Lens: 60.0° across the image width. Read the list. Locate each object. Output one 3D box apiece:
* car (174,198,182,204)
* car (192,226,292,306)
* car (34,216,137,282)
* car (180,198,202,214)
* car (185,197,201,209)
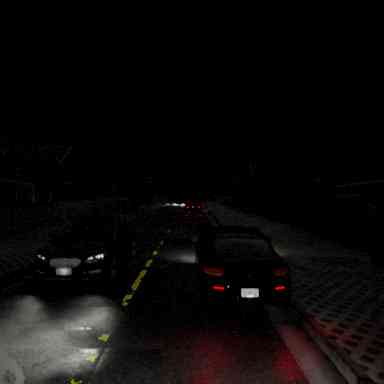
[{"bbox_3d":[-2.620,1.796,68.614,1.895,1.301,4.718,0,0,0],"label":"car"},{"bbox_3d":[0.978,1.528,7.881,1.812,1.442,4.674,0,0,0],"label":"car"},{"bbox_3d":[-2.831,1.495,9.798,2.128,1.511,4.902,0,0,0],"label":"car"},{"bbox_3d":[0.148,1.568,36.019,2.033,1.411,5.357,0,0,1],"label":"car"},{"bbox_3d":[0.096,1.548,46.614,2.128,1.511,4.902,0,0,0],"label":"car"}]
